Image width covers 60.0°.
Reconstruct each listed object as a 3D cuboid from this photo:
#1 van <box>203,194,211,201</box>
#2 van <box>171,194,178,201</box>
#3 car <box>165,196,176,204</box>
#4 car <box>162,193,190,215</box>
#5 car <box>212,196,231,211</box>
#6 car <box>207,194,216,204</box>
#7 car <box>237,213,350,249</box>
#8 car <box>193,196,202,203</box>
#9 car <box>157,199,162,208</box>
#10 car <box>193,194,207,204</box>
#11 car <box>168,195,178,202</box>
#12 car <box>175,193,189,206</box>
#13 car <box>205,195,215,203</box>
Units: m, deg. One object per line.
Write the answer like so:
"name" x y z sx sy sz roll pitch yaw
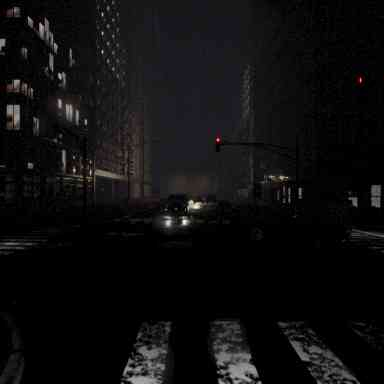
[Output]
"van" 3.665 1.321 80.467 1.690 1.788 3.998 0 0 0
"van" -4.215 1.321 80.429 1.690 1.788 3.998 0 0 0
"car" -4.135 1.564 63.846 1.947 1.339 4.313 0 0 0
"car" -1.527 1.235 34.020 2.150 2.045 5.566 0 0 0
"car" 3.902 1.579 41.776 1.947 1.339 4.313 0 0 0
"car" 3.746 1.313 63.884 2.192 1.841 5.009 0 0 0
"car" 4.604 1.693 15.317 4.718 1.301 1.895 2 1 35
"car" 1.145 1.528 73.303 2.033 1.411 5.357 0 0 0
"car" -4.055 1.592 47.264 1.802 1.307 4.206 0 0 0
"car" 1.271 1.524 62.996 1.812 1.442 4.674 0 0 0
"car" -4.188 1.426 74.902 1.967 1.590 4.097 0 0 0
"car" -1.618 1.225 55.879 2.150 2.045 5.566 0 0 0
"car" 3.719 1.432 69.412 1.967 1.590 4.097 0 0 0
